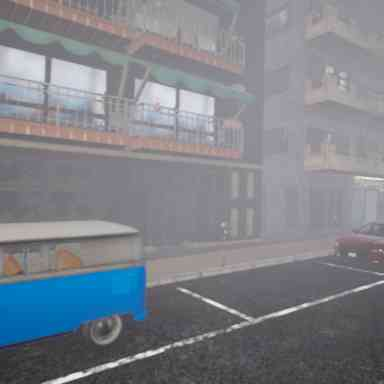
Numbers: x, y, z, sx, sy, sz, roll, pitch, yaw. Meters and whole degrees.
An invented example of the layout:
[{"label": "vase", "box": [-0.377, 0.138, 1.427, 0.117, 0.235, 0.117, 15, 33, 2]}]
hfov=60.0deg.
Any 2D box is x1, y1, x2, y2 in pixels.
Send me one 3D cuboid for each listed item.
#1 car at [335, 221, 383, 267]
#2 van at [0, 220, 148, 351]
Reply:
[{"label": "car", "box": [6.641, 1.656, 11.276, 4.507, 1.381, 1.887, 1, 1, -35]}, {"label": "van", "box": [-2.590, 1.346, 4.691, 3.998, 1.788, 1.690, 1, 1, -35]}]
